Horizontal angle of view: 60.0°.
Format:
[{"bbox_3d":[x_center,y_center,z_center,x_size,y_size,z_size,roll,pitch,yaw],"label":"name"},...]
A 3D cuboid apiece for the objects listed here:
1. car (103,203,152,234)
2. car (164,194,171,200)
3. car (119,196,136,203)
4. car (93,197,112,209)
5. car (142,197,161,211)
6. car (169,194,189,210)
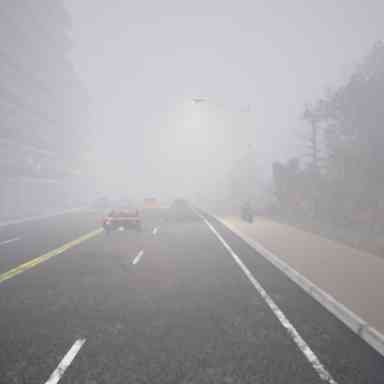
[{"bbox_3d":[-3.604,1.533,18.785,1.895,1.301,4.718,-1,0,-2],"label":"car"},{"bbox_3d":[-5.425,1.080,77.272,1.812,1.442,4.674,-1,0,-8],"label":"car"},{"bbox_3d":[-8.470,1.327,44.149,2.128,1.511,4.902,-1,1,-4],"label":"car"},{"bbox_3d":[-11.702,1.411,43.804,1.812,1.442,4.674,-1,1,-4],"label":"car"},{"bbox_3d":[-4.549,1.304,37.223,1.882,1.535,5.008,-1,1,-4],"label":"car"},{"bbox_3d":[-1.425,1.333,39.196,1.994,1.385,4.181,-1,0,-4],"label":"car"}]
